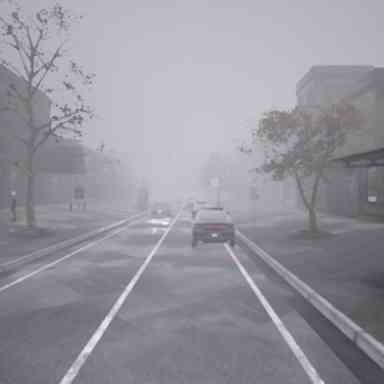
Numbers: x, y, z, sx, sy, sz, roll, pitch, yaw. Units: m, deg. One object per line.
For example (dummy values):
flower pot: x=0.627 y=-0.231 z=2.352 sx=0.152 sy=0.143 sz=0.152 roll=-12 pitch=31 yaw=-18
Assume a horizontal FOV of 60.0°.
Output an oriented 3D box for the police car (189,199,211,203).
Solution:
police car: x=0.904 y=1.612 z=25.871 sx=1.930 sy=1.638 sz=5.238 roll=0 pitch=0 yaw=0

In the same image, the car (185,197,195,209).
car: x=0.009 y=1.895 z=51.758 sx=1.812 sy=1.442 sz=4.674 roll=0 pitch=0 yaw=0

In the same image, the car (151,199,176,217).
car: x=-3.089 y=1.742 z=34.132 sx=2.128 sy=1.511 sz=4.902 roll=0 pitch=-1 yaw=0

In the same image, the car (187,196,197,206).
car: x=0.010 y=1.752 z=66.572 sx=2.097 sy=1.767 sz=4.553 roll=0 pitch=0 yaw=0

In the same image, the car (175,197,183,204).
car: x=-2.988 y=1.865 z=74.584 sx=2.033 sy=1.411 sz=5.357 roll=0 pitch=0 yaw=0

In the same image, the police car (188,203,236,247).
police car: x=0.902 y=1.534 z=15.870 sx=1.930 sy=1.638 sz=5.238 roll=0 pitch=0 yaw=0
